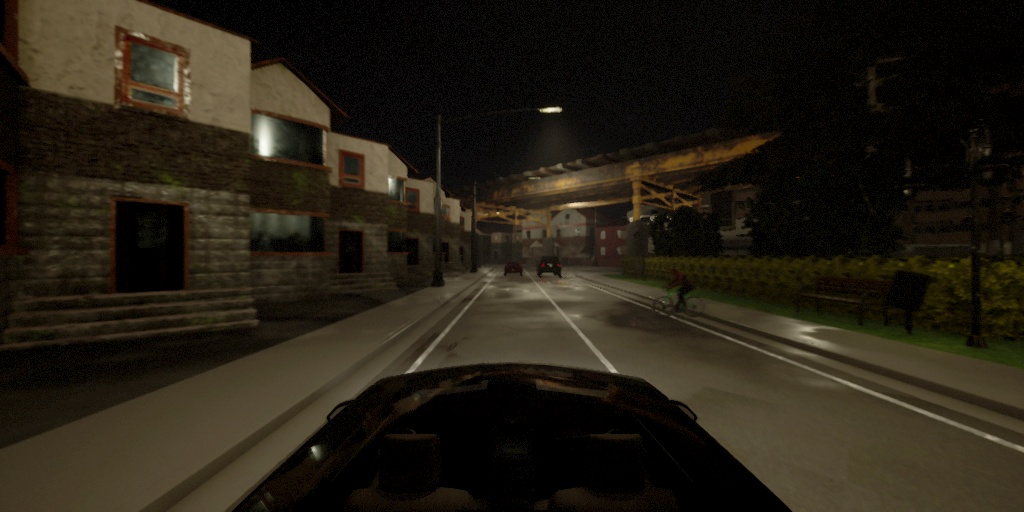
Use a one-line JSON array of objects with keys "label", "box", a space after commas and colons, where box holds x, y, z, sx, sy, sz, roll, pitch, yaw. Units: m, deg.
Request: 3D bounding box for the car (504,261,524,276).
[{"label": "car", "box": [0.214, 1.234, 38.022, 1.882, 1.535, 5.008, 0, 0, 2]}]

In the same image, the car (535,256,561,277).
[{"label": "car", "box": [3.559, 0.983, 35.455, 2.150, 2.045, 5.566, 0, 0, 1]}]

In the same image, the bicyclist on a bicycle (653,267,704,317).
[{"label": "bicyclist on a bicycle", "box": [5.342, 1.168, 11.493, 1.656, 1.620, 0.582, 0, 0, 0]}]
